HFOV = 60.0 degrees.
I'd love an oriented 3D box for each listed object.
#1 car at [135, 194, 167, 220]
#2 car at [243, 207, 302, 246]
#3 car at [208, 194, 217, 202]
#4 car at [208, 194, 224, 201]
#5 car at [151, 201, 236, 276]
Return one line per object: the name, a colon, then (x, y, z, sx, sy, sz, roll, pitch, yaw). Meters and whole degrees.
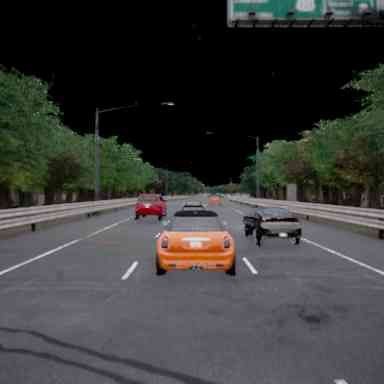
car: (-3.384, 1.208, 28.068, 2.150, 2.045, 5.566, 0, 0, 1)
car: (3.497, 1.429, 15.184, 2.128, 1.511, 4.902, 0, 0, 0)
car: (4.985, 1.443, 80.786, 2.150, 2.045, 5.566, 0, 0, 3)
car: (4.012, 1.378, 58.906, 2.097, 1.767, 4.553, 0, 0, 2)
car: (0.099, 1.335, 10.468, 2.097, 1.767, 4.553, 0, 0, 0)
